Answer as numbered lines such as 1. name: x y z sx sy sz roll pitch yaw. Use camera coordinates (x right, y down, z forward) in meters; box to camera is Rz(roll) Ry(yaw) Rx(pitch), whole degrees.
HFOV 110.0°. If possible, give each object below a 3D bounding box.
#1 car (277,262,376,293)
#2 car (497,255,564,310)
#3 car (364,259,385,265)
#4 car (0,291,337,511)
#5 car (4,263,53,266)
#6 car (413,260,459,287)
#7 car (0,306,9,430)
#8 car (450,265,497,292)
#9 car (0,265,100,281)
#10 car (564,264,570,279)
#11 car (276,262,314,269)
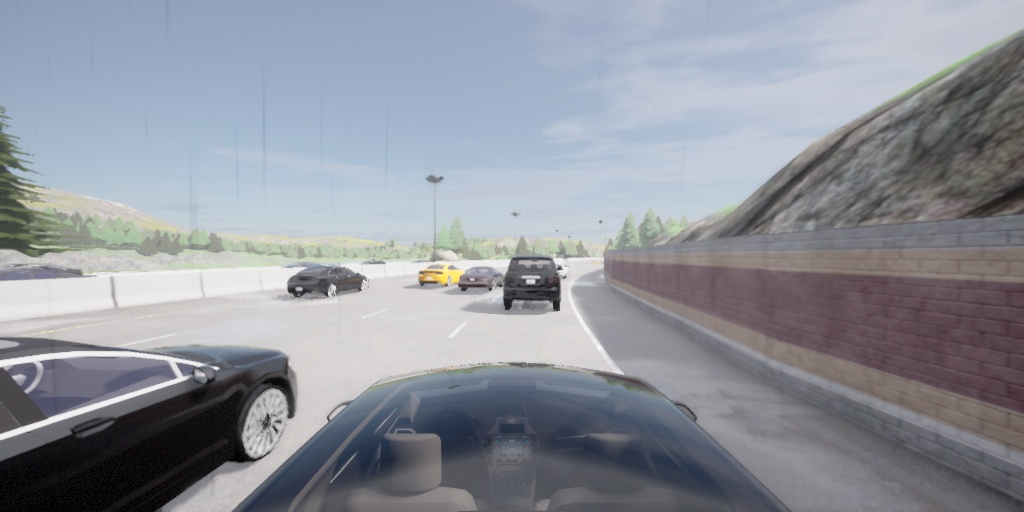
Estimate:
1. car: -9.209 1.243 18.396 1.837 1.490 4.892 0 0 7
2. car: 0.943 0.991 15.151 2.150 2.045 5.566 0 0 6
3. car: -22.031 1.232 56.426 2.128 1.511 4.902 0 0 17
4. car: -3.316 1.230 2.058 2.128 1.511 4.902 0 0 0
5. car: -26.874 1.170 19.567 2.128 1.511 4.902 0 0 7
6. car: -4.725 1.240 24.684 1.882 1.535 5.008 0 0 10
7. car: -6.869 1.273 1.480 2.033 1.411 5.357 0 0 0
8. car: -1.734 1.316 21.649 2.033 1.411 5.357 0 0 9
9. car: -20.378 1.242 14.662 2.033 1.411 5.357 0 0 6
10. car: 4.234 1.329 33.120 1.812 1.442 4.674 0 0 14
11. car: -20.636 1.267 35.203 2.033 1.411 5.357 0 0 13
